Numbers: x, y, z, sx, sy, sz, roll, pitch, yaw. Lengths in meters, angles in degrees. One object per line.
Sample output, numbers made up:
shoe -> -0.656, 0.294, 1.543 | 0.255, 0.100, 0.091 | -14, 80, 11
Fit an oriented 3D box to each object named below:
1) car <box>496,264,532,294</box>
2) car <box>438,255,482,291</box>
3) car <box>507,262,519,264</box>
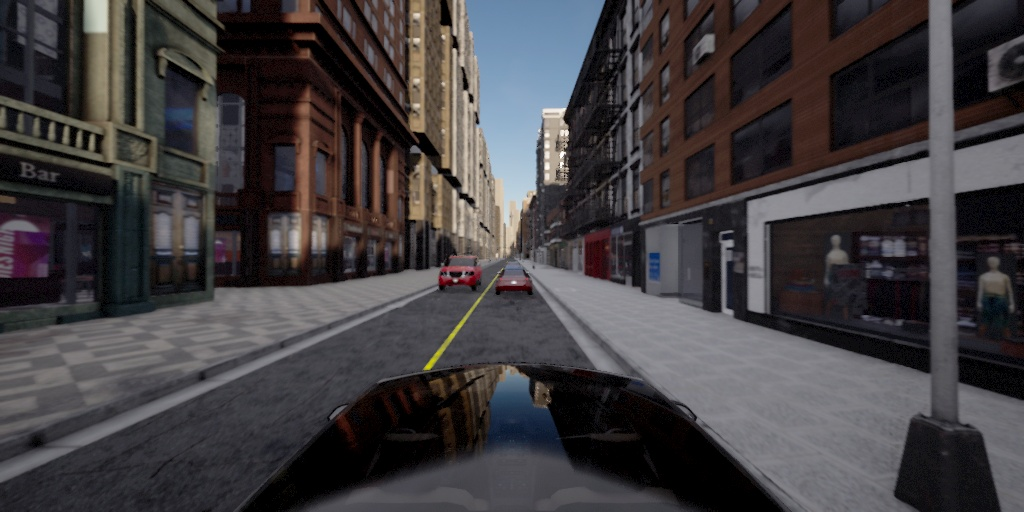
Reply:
car -> 0.104, 1.325, 20.352 | 1.994, 1.385, 4.181 | 0, 0, 0
car -> -3.090, 0.984, 22.407 | 2.150, 2.045, 5.566 | 0, 0, 0
car -> 0.109, 1.324, 38.980 | 2.033, 1.411, 5.357 | 0, 0, 0
